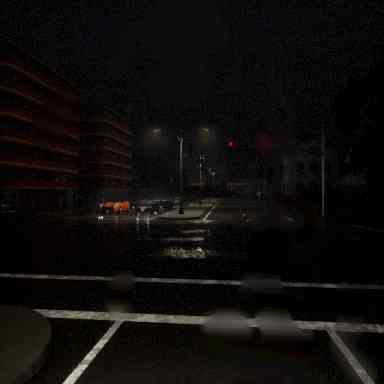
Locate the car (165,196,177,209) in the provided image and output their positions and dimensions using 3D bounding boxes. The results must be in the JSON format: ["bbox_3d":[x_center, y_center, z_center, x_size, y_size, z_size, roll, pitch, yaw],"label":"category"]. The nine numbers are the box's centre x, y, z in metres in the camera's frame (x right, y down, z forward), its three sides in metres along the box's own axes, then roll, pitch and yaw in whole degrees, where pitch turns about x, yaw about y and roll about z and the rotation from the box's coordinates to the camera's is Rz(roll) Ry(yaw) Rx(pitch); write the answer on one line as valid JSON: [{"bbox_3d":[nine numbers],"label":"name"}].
[{"bbox_3d":[-3.607,1.601,44.126,1.895,1.301,4.718,0,0,6],"label":"car"}]

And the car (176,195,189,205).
[{"bbox_3d":[-2.357,1.491,55.898,2.128,1.511,4.902,0,0,6],"label":"car"}]

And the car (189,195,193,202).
[{"bbox_3d":[-0.814,1.386,69.973,1.837,1.490,4.892,0,0,6],"label":"car"}]

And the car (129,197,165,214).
[{"bbox_3d":[-4.569,1.491,34.916,2.128,1.511,4.902,0,0,6],"label":"car"}]

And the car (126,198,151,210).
[{"bbox_3d":[-7.093,1.545,44.407,2.033,1.411,5.357,0,0,6],"label":"car"}]

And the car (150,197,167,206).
[{"bbox_3d":[-5.703,1.600,57.519,1.895,1.301,4.718,0,0,6],"label":"car"}]

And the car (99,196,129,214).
[{"bbox_3d":[-8.083,1.352,34.990,2.097,1.767,4.553,0,0,6],"label":"car"}]
